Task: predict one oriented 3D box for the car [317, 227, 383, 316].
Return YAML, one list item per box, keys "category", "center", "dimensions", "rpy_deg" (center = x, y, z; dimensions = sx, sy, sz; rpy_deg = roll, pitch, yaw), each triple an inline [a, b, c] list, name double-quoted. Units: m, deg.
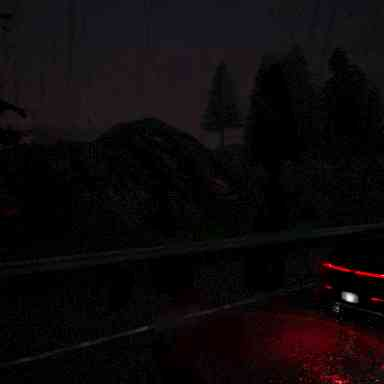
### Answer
- category: "car"
  center: [4.632, 1.486, 6.940]
  dimensions: [4.892, 1.490, 1.837]
  rpy_deg: [-1, 0, -35]
